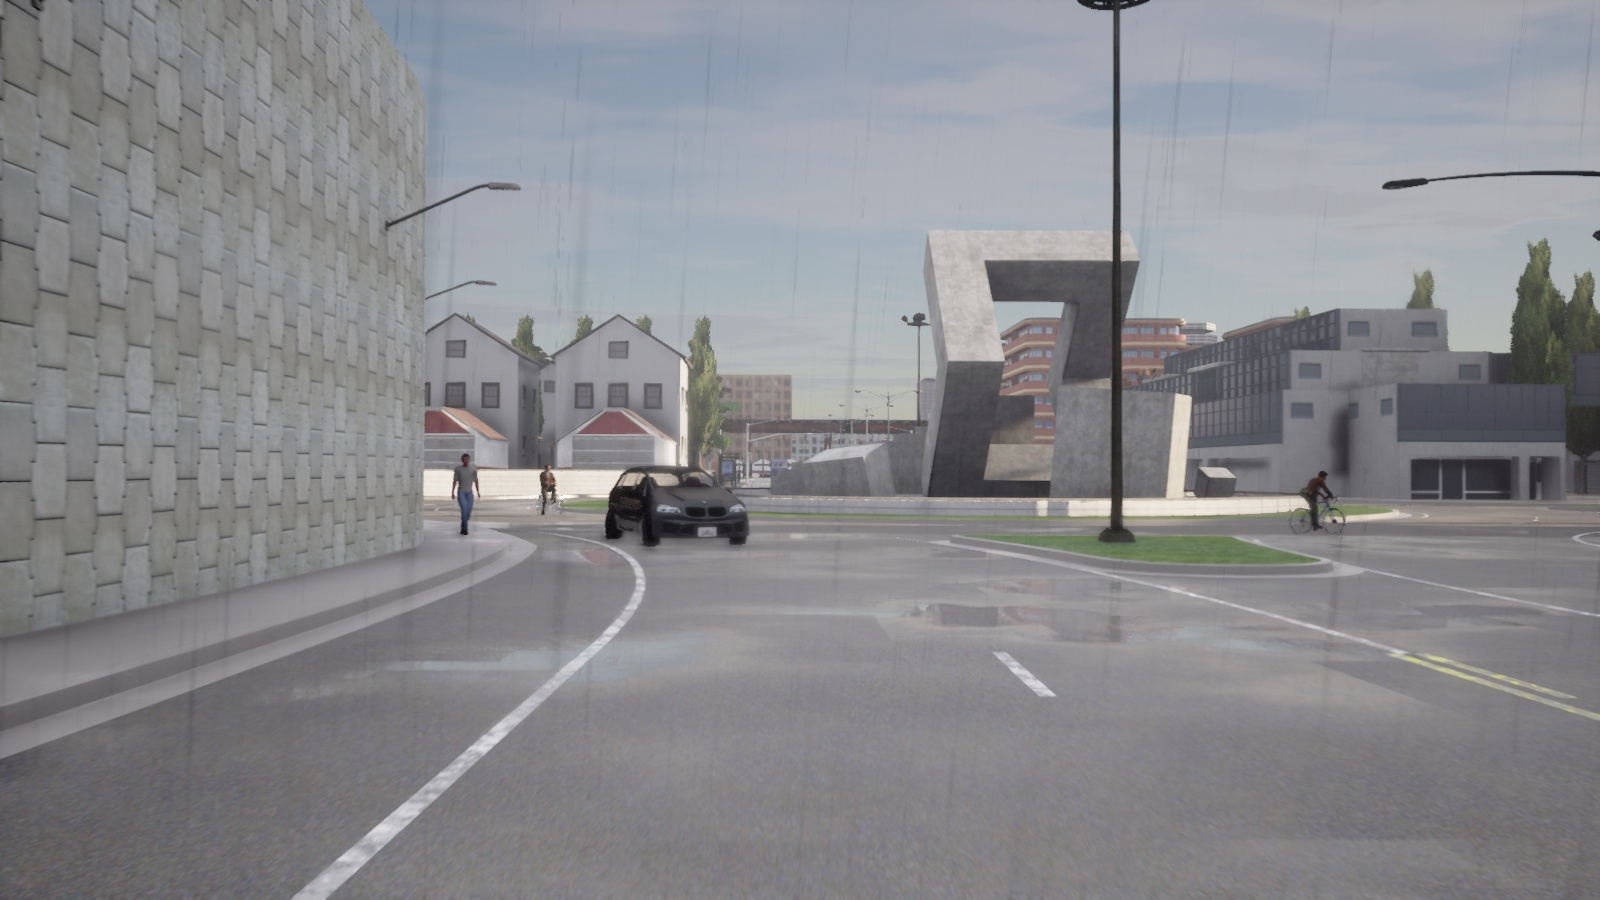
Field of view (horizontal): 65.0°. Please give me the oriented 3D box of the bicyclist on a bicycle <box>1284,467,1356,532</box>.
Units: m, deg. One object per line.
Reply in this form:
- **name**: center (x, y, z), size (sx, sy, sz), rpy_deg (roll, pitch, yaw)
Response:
- **bicyclist on a bicycle**: center (13.212, 1.249, 31.932), size (1.656, 1.620, 0.582), rpy_deg (0, -2, -15)

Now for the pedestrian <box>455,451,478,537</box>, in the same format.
- **pedestrian**: center (-7.259, 0.956, 27.333), size (0.354, 1.836, 0.706), rpy_deg (0, -1, -24)

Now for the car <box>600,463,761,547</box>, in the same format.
- **car**: center (-2.729, 1.131, 27.530), size (2.242, 1.667, 4.611), rpy_deg (0, -1, -23)

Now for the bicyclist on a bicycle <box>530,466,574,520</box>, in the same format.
- **bicyclist on a bicycle**: center (-8.275, 1.419, 41.857), size (0.659, 1.776, 1.843), rpy_deg (1, -2, -39)
